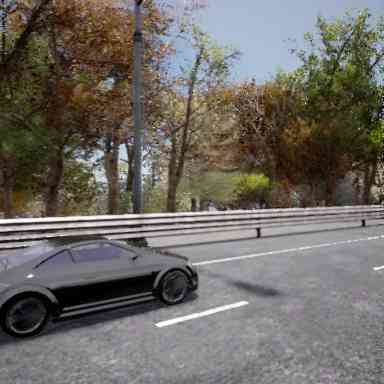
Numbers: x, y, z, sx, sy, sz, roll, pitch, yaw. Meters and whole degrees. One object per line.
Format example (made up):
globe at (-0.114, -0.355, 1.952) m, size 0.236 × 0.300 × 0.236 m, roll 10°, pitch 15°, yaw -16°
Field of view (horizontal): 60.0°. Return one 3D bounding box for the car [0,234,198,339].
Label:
car at (-1.923, 1.559, 6.646) m, size 4.181 × 1.385 × 1.994 m, roll 0°, pitch 0°, yaw -36°
